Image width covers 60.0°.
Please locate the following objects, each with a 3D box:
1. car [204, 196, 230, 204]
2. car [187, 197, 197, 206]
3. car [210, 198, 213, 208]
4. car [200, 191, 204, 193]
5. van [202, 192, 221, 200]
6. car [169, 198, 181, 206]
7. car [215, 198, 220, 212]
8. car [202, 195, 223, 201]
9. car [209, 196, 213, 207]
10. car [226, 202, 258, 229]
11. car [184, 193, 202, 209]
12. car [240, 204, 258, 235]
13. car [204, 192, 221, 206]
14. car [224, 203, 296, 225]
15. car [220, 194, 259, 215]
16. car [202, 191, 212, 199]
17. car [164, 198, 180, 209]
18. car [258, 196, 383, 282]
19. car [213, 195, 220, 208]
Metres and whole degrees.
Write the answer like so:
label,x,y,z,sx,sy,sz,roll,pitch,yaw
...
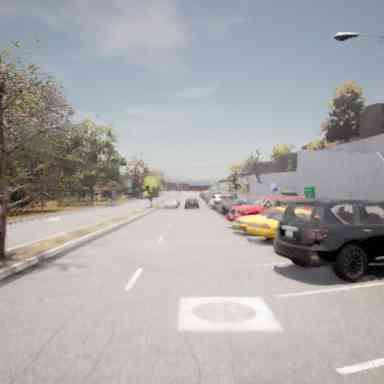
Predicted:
label,x,y,z,sx,sy,sz,roll,pitch,yaw
car,5.031,1.520,66.770,4.792,1.488,2.163,1,1,-20
car,-0.012,1.606,58.174,1.812,1.442,4.674,0,0,0
car,5.065,1.667,39.748,4.674,1.452,2.002,1,0,-20
car,5.025,1.183,84.765,4.553,1.767,2.185,1,0,-20
van,5.164,1.054,87.799,4.442,1.987,1.878,1,0,-20
car,-3.012,1.678,58.566,1.895,1.301,4.718,0,0,0
car,5.057,1.587,30.748,5.008,1.535,2.097,1,-1,-20
car,5.049,1.379,81.794,4.674,1.452,2.002,1,0,-20
car,5.087,1.657,42.773,4.792,1.488,2.163,1,0,-20
car,4.892,1.515,18.676,5.366,1.575,1.946,1,0,-20
car,-0.010,1.486,48.135,2.097,1.767,4.553,0,0,0
car,5.240,1.509,15.810,5.366,1.575,1.946,1,0,-20
car,5.090,1.376,45.772,5.566,2.045,2.435,1,0,-20
car,5.039,1.580,24.731,4.792,1.488,2.163,1,0,-20
car,5.045,1.284,21.729,5.566,2.045,2.435,1,0,-20
car,5.037,1.345,54.753,5.566,2.045,2.435,1,1,-20
car,-3.010,1.659,48.528,1.812,1.442,4.674,0,0,0
car,5.096,1.241,9.760,5.566,2.045,2.435,1,0,-20
car,5.095,1.489,36.760,4.553,1.767,2.185,1,0,-20
